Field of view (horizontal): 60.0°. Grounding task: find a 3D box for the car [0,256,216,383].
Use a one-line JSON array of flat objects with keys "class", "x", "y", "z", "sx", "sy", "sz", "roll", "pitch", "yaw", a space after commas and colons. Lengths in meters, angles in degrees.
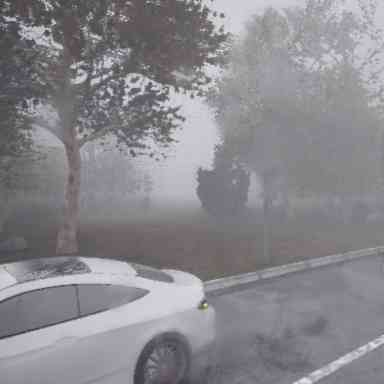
[{"class": "car", "x": -1.855, "y": 1.523, "z": 3.562, "sx": 4.674, "sy": 1.442, "sz": 1.812, "roll": -1, "pitch": 0, "yaw": -35}]
